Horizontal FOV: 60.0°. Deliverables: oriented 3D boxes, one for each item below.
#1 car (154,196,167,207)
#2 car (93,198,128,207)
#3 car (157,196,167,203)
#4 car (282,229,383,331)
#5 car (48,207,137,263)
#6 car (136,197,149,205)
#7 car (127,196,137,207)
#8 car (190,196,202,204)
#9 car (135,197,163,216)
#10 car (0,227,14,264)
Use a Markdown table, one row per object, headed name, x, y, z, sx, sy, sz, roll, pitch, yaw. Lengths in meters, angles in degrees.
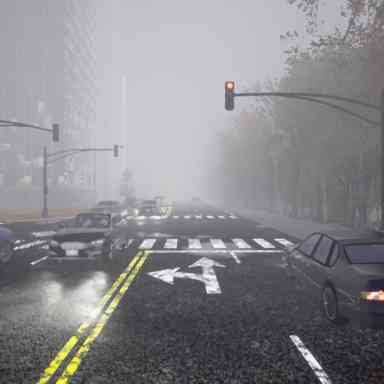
| name | x | y | z | sx | sy | sz | roll | pitch | yaw |
| --- | --- | --- | --- | --- | --- | --- | --- | --- | --- |
| car | -4.999 | 1.369 | 49.879 | 2.097 | 1.767 | 4.553 | 0 | 0 | -3 |
| car | -7.844 | 1.513 | 30.955 | 1.837 | 1.490 | 4.892 | 0 | 0 | 7 |
| car | -6.234 | 1.584 | 69.326 | 2.033 | 1.411 | 5.357 | 0 | 0 | -4 |
| car | 3.312 | 1.506 | 6.998 | 2.033 | 1.411 | 5.357 | -2 | -2 | 3 |
| car | -3.515 | 1.495 | 12.055 | 2.128 | 1.511 | 4.902 | 0 | 0 | -1 |
| car | -8.917 | 1.591 | 60.604 | 1.994 | 1.385 | 4.181 | 0 | 0 | -4 |
| car | -7.911 | 1.367 | 43.794 | 2.097 | 1.767 | 4.553 | 0 | 0 | -3 |
| car | 0.735 | 1.465 | 64.521 | 2.128 | 1.511 | 4.902 | -5 | 0 | -5 |
| car | -4.143 | 1.513 | 32.974 | 1.837 | 1.490 | 4.892 | 0 | 0 | -2 |
| car | -6.714 | 1.525 | 9.157 | 1.812 | 1.442 | 4.674 | 0 | 0 | -1 |
